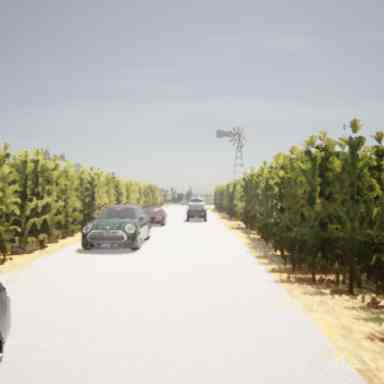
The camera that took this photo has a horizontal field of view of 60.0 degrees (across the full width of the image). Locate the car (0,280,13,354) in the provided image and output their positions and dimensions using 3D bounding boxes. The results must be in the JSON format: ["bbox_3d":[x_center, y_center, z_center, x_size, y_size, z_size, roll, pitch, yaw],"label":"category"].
[{"bbox_3d":[-3.194,1.482,2.202,2.128,1.511,4.902,0,0,1],"label":"car"}]

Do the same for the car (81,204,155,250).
[{"bbox_3d":[-3.025,1.351,14.097,2.097,1.767,4.553,0,-1,1],"label":"car"}]

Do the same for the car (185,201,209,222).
[{"bbox_3d":[0.448,1.874,30.520,1.837,1.490,4.892,0,-1,1],"label":"car"}]

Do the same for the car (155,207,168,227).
[{"bbox_3d":[-2.867,1.783,24.650,1.994,1.385,4.181,0,-1,1],"label":"car"}]

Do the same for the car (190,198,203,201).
[{"bbox_3d":[0.631,1.790,44.351,2.150,2.045,5.566,0,0,1],"label":"car"}]
